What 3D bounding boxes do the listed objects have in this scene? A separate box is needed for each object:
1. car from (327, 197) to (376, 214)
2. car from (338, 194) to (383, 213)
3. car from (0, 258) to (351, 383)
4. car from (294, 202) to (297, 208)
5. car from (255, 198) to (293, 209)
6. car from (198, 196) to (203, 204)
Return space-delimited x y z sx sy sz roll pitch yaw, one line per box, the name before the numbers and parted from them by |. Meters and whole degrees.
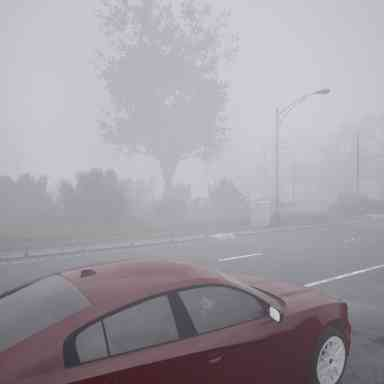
car | 16.261 1.564 34.557 1.994 1.385 4.181 0 0 -32
car | 18.836 1.223 37.034 2.150 2.045 5.566 0 0 -32
car | -0.284 1.478 3.542 5.008 1.535 1.882 0 0 -35
car | 12.575 1.520 46.961 1.812 1.442 4.674 0 0 -32
car | 10.374 1.474 43.894 1.882 1.535 5.008 0 0 -32
car | 2.273 1.480 56.491 1.812 1.442 4.674 0 1 -33
